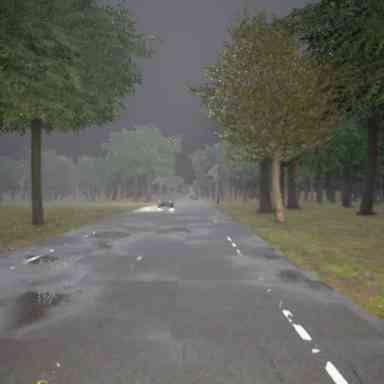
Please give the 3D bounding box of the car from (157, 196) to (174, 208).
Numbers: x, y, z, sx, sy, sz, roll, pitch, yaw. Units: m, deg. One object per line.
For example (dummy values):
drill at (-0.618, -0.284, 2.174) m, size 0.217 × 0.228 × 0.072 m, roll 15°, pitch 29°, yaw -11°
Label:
car at (-3.595, 1.329, 46.068) m, size 2.097 × 1.767 × 4.553 m, roll 0°, pitch 0°, yaw 0°
